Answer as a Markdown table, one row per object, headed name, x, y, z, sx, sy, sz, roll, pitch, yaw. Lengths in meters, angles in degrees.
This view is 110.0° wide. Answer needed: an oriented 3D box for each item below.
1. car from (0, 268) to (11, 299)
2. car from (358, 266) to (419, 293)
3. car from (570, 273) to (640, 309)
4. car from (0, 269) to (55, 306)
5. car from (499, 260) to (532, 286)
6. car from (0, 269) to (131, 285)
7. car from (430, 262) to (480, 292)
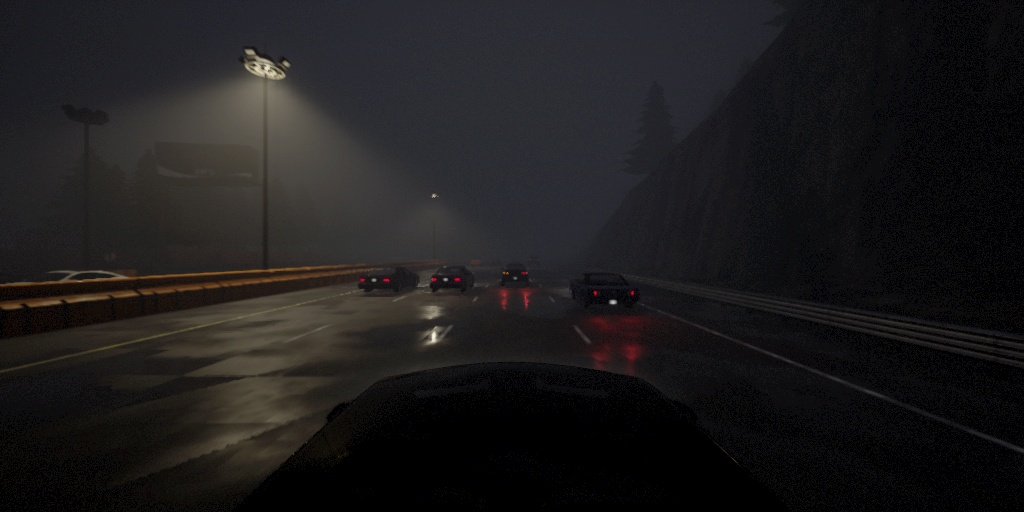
| name | x | y | z | sx | sy | sz | roll | pitch | yaw |
| --- | --- | --- | --- | --- | --- | --- | --- | --- | --- |
| car | -24.444 | 1.250 | 14.088 | 2.033 | 1.411 | 5.357 | 0 | 0 | 0 |
| car | -6.840 | 1.260 | 20.413 | 2.033 | 1.411 | 5.357 | 0 | 0 | 1 |
| car | 3.596 | 1.334 | 14.869 | 1.895 | 1.301 | 4.718 | 0 | 0 | 1 |
| car | -20.954 | 1.272 | 13.541 | 1.994 | 1.385 | 4.181 | 0 | 0 | 1 |
| car | 0.227 | 1.239 | 25.094 | 1.812 | 1.442 | 4.674 | 0 | 0 | 0 |
| car | -17.444 | 1.274 | 14.067 | 1.812 | 1.442 | 4.674 | 0 | 0 | 0 |
| car | -3.332 | 1.263 | 20.772 | 2.033 | 1.411 | 5.357 | 0 | 0 | 1 |
